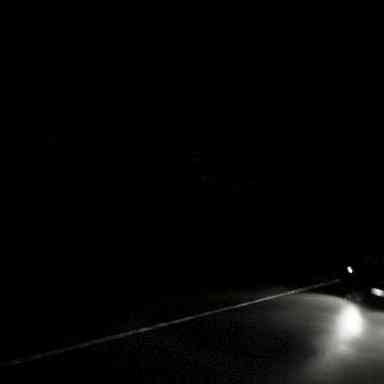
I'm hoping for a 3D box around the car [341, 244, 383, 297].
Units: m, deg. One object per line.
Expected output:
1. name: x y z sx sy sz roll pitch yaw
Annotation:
1. car: 5.929 1.576 7.946 5.357 1.411 2.033 0 1 -32
